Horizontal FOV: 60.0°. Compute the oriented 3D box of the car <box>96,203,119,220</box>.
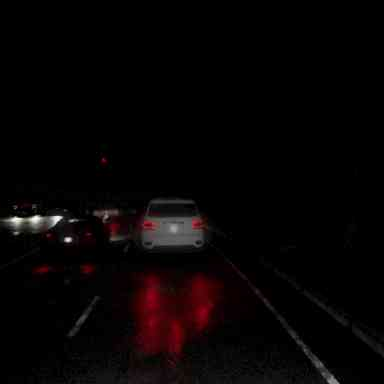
[{"bbox_3d":[-7.092,1.556,27.736,1.895,1.301,4.718,-1,1,-14],"label":"car"}]

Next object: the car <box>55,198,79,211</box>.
[{"bbox_3d":[-12.249,1.381,32.692,1.837,1.490,4.892,-1,1,-17],"label":"car"}]

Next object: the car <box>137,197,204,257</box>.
[{"bbox_3d":[-0.879,1.226,13.198,2.150,2.045,5.566,0,0,-7],"label":"car"}]

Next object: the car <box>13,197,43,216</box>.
[{"bbox_3d":[-15.671,1.282,31.909,2.097,1.767,4.553,-1,2,-17],"label":"car"}]

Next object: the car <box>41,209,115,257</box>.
[{"bbox_3d":[-4.413,1.595,13.172,1.994,1.385,4.181,0,0,-7],"label":"car"}]

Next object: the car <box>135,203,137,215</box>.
[{"bbox_3d":[-3.910,1.376,29.350,2.128,1.511,4.902,-1,1,-14],"label":"car"}]
